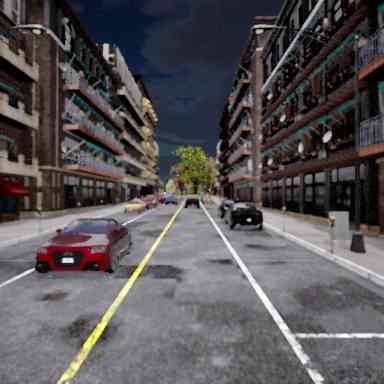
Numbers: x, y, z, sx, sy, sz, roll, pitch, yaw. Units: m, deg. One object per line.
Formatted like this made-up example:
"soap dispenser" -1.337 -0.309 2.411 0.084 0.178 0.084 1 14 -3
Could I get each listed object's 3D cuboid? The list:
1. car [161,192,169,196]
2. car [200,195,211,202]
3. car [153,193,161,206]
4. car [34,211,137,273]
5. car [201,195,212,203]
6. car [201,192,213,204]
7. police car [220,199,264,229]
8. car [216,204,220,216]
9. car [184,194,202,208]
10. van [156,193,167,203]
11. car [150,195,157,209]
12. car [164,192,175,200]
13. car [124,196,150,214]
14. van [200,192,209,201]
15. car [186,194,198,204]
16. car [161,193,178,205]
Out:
"car" -5.675 1.041 56.182 2.192 1.841 5.009 1 0 0
"car" 2.709 1.239 67.468 1.947 1.339 4.313 1 0 0
"car" -5.677 1.219 44.860 1.967 1.590 4.097 1 0 0
"car" -3.101 1.512 10.300 1.994 1.385 4.181 0 0 0
"car" 2.705 1.244 61.805 1.887 1.381 4.507 1 0 0
"car" 2.703 1.251 56.314 1.752 1.417 4.829 1 0 0
"police car" 3.134 1.320 20.877 1.930 1.638 5.238 0 0 0
"car" 3.146 1.366 27.768 1.837 1.490 4.892 0 0 0
"car" 0.063 1.291 43.458 1.837 1.490 4.892 0 0 0
"van" -5.675 1.040 61.843 1.690 1.788 3.998 1 0 0
"car" -5.678 1.350 39.197 1.887 1.381 4.507 1 0 0
"car" -5.675 0.911 84.489 2.192 1.841 5.009 1 0 0
"car" -5.679 1.359 33.367 1.752 1.417 4.829 1 0 0
"van" 2.691 0.989 73.128 1.690 1.788 3.998 1 0 0
"car" 0.011 1.205 55.845 1.882 1.535 5.008 0 0 1
"car" -3.080 1.296 51.252 2.033 1.411 5.357 0 0 0
